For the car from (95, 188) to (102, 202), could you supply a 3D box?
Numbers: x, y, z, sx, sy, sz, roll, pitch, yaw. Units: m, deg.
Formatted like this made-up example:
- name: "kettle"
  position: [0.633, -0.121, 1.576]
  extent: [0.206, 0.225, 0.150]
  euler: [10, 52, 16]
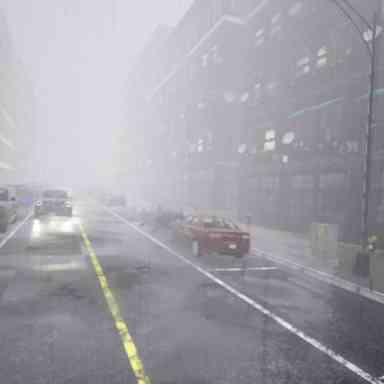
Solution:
- name: "car"
  position: [-9.570, 0.602, 38.019]
  extent: [1.887, 1.381, 4.507]
  euler: [5, 0, -21]

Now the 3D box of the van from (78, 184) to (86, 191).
- name: "van"
  position: [-29.637, -1.199, 89.533]
  extent: [1.690, 1.788, 3.998]
  euler: [5, 0, -21]

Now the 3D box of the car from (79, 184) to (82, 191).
- name: "car"
  position: [-23.640, -0.500, 74.075]
  extent: [1.802, 1.307, 4.206]
  euler: [5, 0, -21]

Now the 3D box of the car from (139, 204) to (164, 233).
- name: "car"
  position: [-1.554, 1.293, 17.412]
  extent: [2.008, 1.369, 4.403]
  euler: [5, 0, -21]

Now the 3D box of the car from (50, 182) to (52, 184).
- name: "car"
  position: [-20.907, -0.415, 45.515]
  extent: [2.192, 1.841, 5.009]
  euler: [5, 0, -21]

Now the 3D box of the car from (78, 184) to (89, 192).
- name: "car"
  position: [-27.629, -1.074, 84.380]
  extent: [2.192, 1.841, 5.009]
  euler: [5, 0, -21]

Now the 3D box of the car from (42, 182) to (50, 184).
- name: "car"
  position: [-18.903, -0.249, 40.363]
  extent: [2.192, 1.841, 5.009]
  euler: [5, 0, -21]

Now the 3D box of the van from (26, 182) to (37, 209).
- name: "van"
  position: [-12.892, 0.282, 24.907]
  extent: [1.690, 1.788, 3.998]
  euler: [5, 0, -21]

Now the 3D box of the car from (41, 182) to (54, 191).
- name: "car"
  position: [-30.932, -1.219, 71.273]
  extent: [2.192, 1.841, 5.009]
  euler: [5, 0, -21]

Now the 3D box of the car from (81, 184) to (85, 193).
- name: "car"
  position: [-19.617, -0.325, 63.770]
  extent: [1.967, 1.590, 4.097]
  euler: [5, 0, -21]

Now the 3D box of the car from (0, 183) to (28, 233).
- name: "car"
  position: [-8.882, 0.603, 14.606]
  extent: [2.192, 1.841, 5.009]
  euler: [5, 0, -21]

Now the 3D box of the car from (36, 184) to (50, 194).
- name: "car"
  position: [-24.939, -0.493, 55.819]
  extent: [1.947, 1.339, 4.313]
  euler: [5, 0, -21]

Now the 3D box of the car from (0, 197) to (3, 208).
- name: "car"
  position: [-6.835, 0.994, 9.294]
  extent: [1.752, 1.417, 4.829]
  euler: [5, 0, -21]

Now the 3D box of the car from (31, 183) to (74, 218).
- name: "car"
  position: [-8.625, 0.603, 20.934]
  extent: [2.097, 1.767, 4.553]
  euler: [4, 1, -21]

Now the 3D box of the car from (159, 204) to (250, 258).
- name: "car"
  position: [0.451, 1.463, 12.259]
  extent: [1.887, 1.381, 4.507]
  euler: [5, 0, -21]

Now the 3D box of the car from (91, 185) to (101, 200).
- name: "car"
  position: [-11.558, 0.332, 43.175]
  extent: [1.967, 1.590, 4.097]
  euler: [5, 0, -21]

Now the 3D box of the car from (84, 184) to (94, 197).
- name: "car"
  position: [-15.596, -0.126, 53.464]
  extent: [2.192, 1.841, 5.009]
  euler: [5, 0, -21]

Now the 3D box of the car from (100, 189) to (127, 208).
- name: "car"
  position: [-7.565, 0.771, 32.868]
  extent: [1.887, 1.381, 4.507]
  euler: [5, 0, -21]
